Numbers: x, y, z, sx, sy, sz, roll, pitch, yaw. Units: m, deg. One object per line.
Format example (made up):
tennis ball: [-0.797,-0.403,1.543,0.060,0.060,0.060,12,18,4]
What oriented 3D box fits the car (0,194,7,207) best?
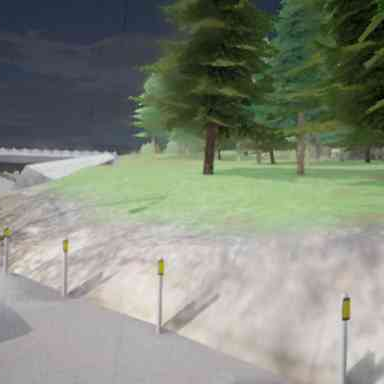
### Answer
car: [-19.254,1.198,32.475,2.097,1.767,4.553,0,0,-13]

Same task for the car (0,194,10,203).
car: [-36.785,1.175,63.775,1.882,1.535,5.008,0,0,-12]
